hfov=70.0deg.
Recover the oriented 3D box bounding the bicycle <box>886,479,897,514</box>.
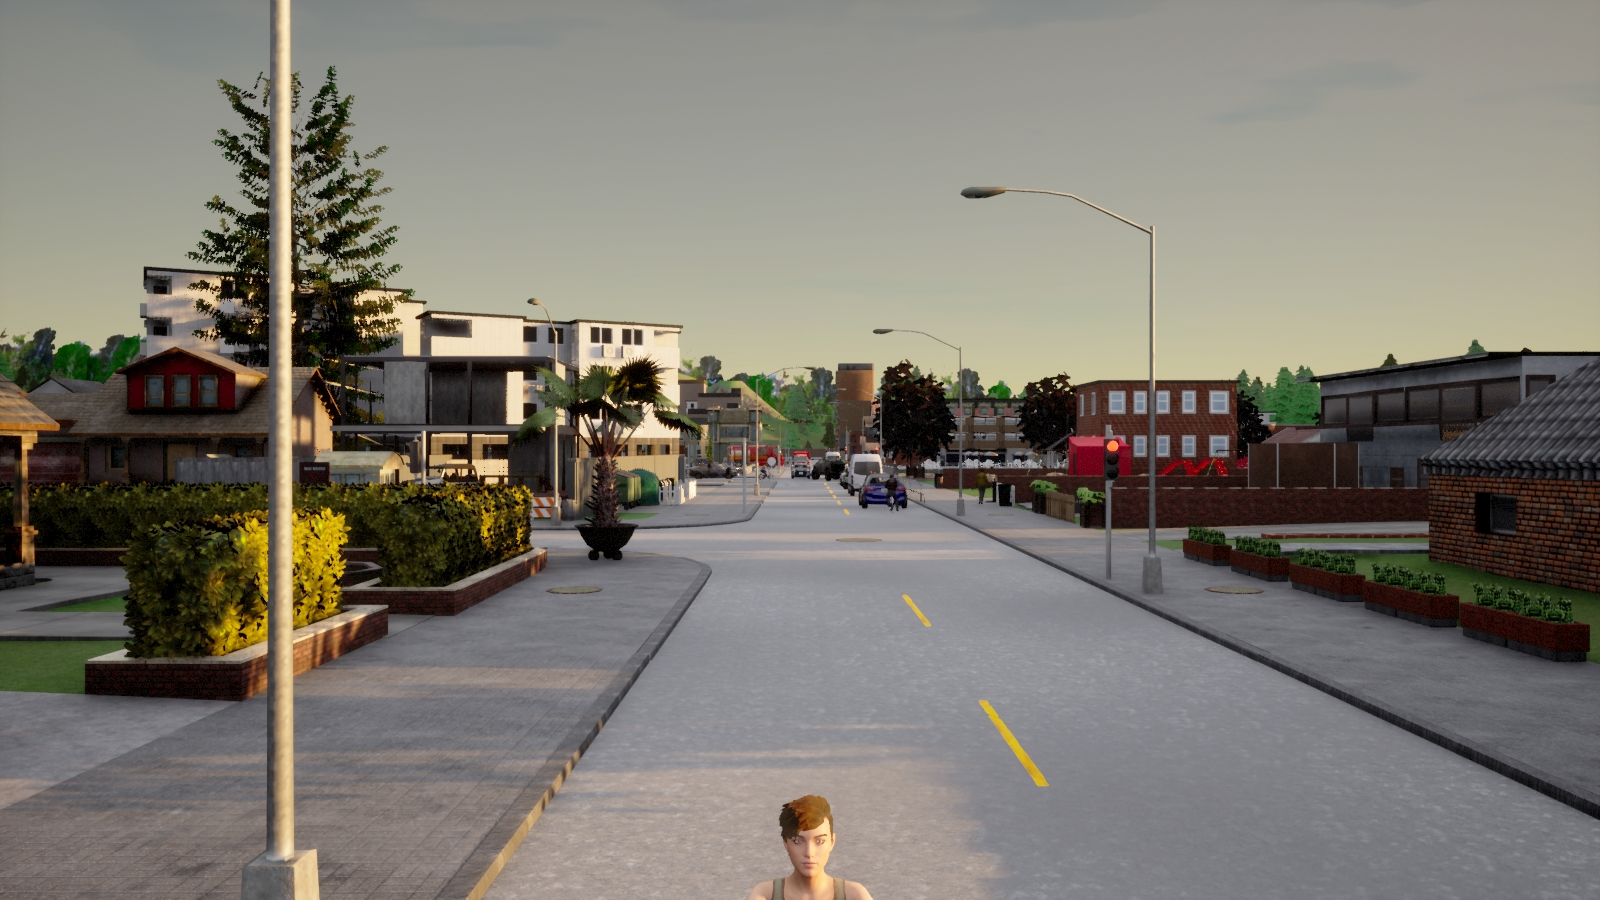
[{"bbox_3d":[4.077,2.060,50.936,0.329,1.471,1.835,0,0,0],"label":"bicycle"}]

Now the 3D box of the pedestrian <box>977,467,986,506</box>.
[{"bbox_3d":[8.774,1.744,55.180,0.375,1.860,0.375,0,0,21],"label":"pedestrian"}]

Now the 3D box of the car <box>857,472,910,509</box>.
[{"bbox_3d":[4.046,1.967,56.171,2.242,1.667,4.611,0,0,0],"label":"car"}]

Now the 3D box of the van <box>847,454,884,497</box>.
[{"bbox_3d":[4.045,1.534,71.355,1.988,2.561,5.915,0,0,0],"label":"van"}]

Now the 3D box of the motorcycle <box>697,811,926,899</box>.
[{"bbox_3d":[0.039,2.155,3.558,0.764,1.307,2.356,0,0,0],"label":"motorcycle"}]
